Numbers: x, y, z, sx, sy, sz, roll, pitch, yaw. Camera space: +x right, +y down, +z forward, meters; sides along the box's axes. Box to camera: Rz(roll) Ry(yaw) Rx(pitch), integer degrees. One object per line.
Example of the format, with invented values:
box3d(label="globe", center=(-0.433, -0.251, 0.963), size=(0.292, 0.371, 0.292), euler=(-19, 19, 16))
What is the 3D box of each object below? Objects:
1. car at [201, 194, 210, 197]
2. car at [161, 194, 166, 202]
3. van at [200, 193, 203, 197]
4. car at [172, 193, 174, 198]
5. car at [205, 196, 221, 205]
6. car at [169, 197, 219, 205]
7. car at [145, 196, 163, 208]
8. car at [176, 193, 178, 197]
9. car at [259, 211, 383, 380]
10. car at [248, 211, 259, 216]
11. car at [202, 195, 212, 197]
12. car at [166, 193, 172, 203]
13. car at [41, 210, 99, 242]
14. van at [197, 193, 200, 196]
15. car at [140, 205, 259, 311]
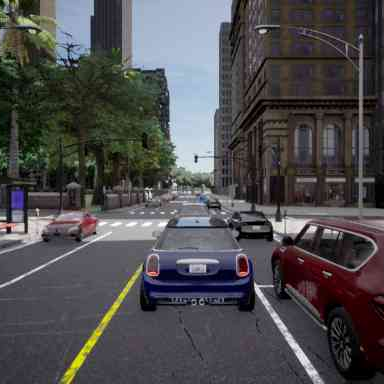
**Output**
box3d(label="car", center=(2.731, 1.499, 53.715), size=(1.752, 1.417, 4.829), euler=(0, 0, 0))
box3d(label="car", center=(-5.795, 1.414, 53.560), size=(1.967, 1.590, 4.097), euler=(0, 0, 0))
box3d(label="van", center=(2.728, 1.310, 58.965), size=(1.690, 1.788, 3.998), euler=(0, 0, 0))
box3d(label="car", center=(-5.806, 1.264, 75.242), size=(2.192, 1.841, 5.009), euler=(0, 0, 0))
box3d(label="car", center=(2.737, 1.548, 42.704), size=(1.947, 1.339, 4.313), euler=(0, 0, 0))
box3d(label="car", center=(0.091, 1.348, 17.449), size=(2.097, 1.767, 4.553), euler=(0, 0, 0))
box3d(label="car", center=(-5.791, 1.529, 48.140), size=(2.008, 1.369, 4.403), euler=(0, 0, 0))
box3d(label="car", center=(-5.814, 1.239, 91.502), size=(2.192, 1.841, 5.009), euler=(0, 0, 0))
box3d(label="car", center=(2.755, 1.314, 5.417), size=(2.192, 1.841, 5.009), euler=(0, 0, 0))
box3d(label="car", center=(2.750, 1.562, 16.267), size=(1.947, 1.339, 4.313), euler=(0, 0, 0))
box3d(label="car", center=(2.734, 1.544, 48.125), size=(1.947, 1.339, 4.313), euler=(0, 0, 0))
box3d(label="car", center=(-5.803, 1.396, 69.821), size=(1.967, 1.590, 4.097), euler=(0, 0, 0))
box3d(label="car", center=(-5.775, 1.578, 16.281), size=(1.802, 1.307, 4.206), euler=(0, 0, 0))
box3d(label="van", center=(2.717, 1.282, 80.647), size=(1.690, 1.788, 3.998), euler=(0, 0, 0))
box3d(label="car", center=(0.098, 1.351, 7.915), size=(2.097, 1.767, 4.553), euler=(0, 0, 0))
